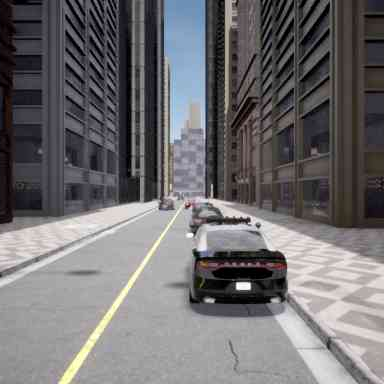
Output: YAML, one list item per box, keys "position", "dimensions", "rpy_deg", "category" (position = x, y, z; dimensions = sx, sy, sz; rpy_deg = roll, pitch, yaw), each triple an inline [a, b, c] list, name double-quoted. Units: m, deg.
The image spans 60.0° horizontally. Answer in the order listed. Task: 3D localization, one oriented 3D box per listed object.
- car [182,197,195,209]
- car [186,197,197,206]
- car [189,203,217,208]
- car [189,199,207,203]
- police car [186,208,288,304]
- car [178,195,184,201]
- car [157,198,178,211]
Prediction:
- position: [-0.030, 1.646, 45.985]
  dimensions: [1.895, 1.301, 4.718]
  rpy_deg: [0, 0, 0]
  category: "car"
- position: [-0.083, 1.641, 59.010]
  dimensions: [1.994, 1.385, 4.181]
  rpy_deg: [0, 0, 0]
  category: "car"
- position: [0.873, 1.534, 18.232]
  dimensions: [1.812, 1.442, 4.674]
  rpy_deg: [0, 0, 0]
  category: "car"
- position: [0.864, 1.519, 24.232]
  dimensions: [1.837, 1.490, 4.892]
  rpy_deg: [0, 0, 0]
  category: "car"
- position: [0.887, 1.427, 8.342]
  dimensions: [1.930, 1.638, 5.238]
  rpy_deg: [0, 0, 0]
  category: "police car"
- position: [-3.132, 1.721, 94.024]
  dimensions: [1.837, 1.490, 4.892]
  rpy_deg: [0, 0, 0]
  category: "car"
- position: [-3.159, 1.542, 41.607]
  dimensions: [1.837, 1.490, 4.892]
  rpy_deg: [0, 0, 0]
  category: "car"
